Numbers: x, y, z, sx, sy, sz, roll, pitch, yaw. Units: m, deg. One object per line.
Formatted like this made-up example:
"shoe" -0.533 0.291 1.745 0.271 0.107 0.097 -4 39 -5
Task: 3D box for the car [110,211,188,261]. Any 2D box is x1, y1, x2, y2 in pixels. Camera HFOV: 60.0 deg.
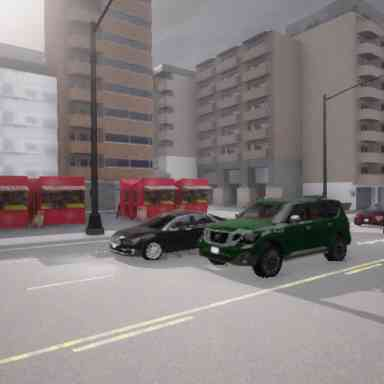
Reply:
"car" -0.593 1.492 12.310 4.892 1.490 1.837 -1 0 -37

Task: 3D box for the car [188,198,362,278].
"car" 2.821 1.217 10.492 5.566 2.045 2.150 1 0 -37

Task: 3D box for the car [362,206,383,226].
"car" 12.547 1.603 22.027 4.181 1.385 1.994 0 0 -36

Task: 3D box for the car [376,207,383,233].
"car" 11.571 1.589 16.978 4.181 1.385 1.994 0 0 -36
